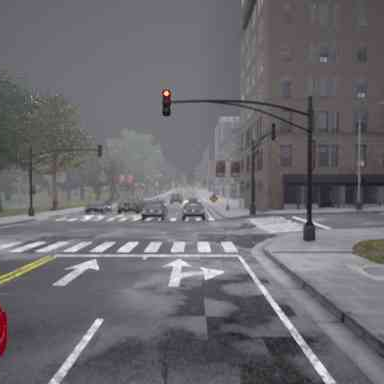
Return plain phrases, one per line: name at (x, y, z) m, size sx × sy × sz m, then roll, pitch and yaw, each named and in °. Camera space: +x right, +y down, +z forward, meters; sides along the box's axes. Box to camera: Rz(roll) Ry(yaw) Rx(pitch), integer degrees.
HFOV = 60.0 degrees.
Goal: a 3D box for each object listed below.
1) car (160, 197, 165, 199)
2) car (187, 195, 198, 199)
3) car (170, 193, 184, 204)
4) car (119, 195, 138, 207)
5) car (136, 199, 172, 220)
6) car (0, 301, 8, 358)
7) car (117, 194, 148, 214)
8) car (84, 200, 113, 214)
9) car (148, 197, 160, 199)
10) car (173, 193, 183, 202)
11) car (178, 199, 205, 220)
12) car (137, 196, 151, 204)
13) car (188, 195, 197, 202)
car at (-6.378, 1.692, 67.304) m, size 1.994 × 1.385 × 4.181 m, roll 0°, pitch 0°, yaw 0°
car at (0.178, 1.613, 65.208) m, size 1.837 × 1.490 × 4.892 m, roll 0°, pitch 0°, yaw 1°
car at (-3.079, 1.328, 64.586) m, size 2.150 × 2.045 × 5.566 m, roll 0°, pitch 0°, yaw 1°
car at (-9.742, 1.424, 51.635) m, size 2.097 × 1.767 × 4.553 m, roll 0°, pitch 0°, yaw 0°
car at (-3.098, 1.562, 28.242) m, size 2.033 × 1.411 × 5.357 m, roll 0°, pitch 0°, yaw 0°
car at (-3.149, 1.220, 1.375) m, size 2.150 × 2.045 × 5.566 m, roll 0°, pitch 0°, yaw 0°
car at (-6.533, 1.243, 35.914) m, size 2.150 × 2.045 × 5.566 m, roll 0°, pitch 1°, yaw 0°
car at (-9.784, 1.575, 35.360) m, size 2.033 × 1.411 × 5.357 m, roll 0°, pitch 0°, yaw 0°
car at (-6.498, 1.594, 50.870) m, size 1.812 × 1.442 × 4.674 m, roll 0°, pitch 0°, yaw 0°
car at (-3.107, 1.255, 75.303) m, size 2.150 × 2.045 × 5.566 m, roll 0°, pitch 0°, yaw 0°
car at (0.135, 1.553, 28.422) m, size 2.033 × 1.411 × 5.357 m, roll 0°, pitch -1°, yaw 0°
car at (-9.624, 1.604, 67.633) m, size 2.128 × 1.511 × 4.902 m, roll 0°, pitch 0°, yaw 0°
car at (0.143, 1.530, 75.266) m, size 1.837 × 1.490 × 4.892 m, roll 0°, pitch 0°, yaw 0°
